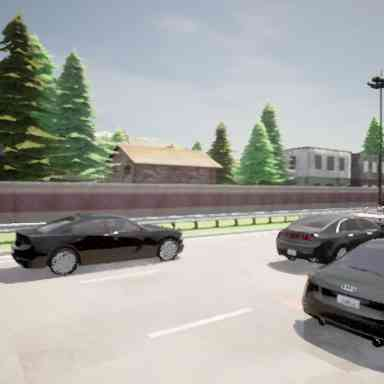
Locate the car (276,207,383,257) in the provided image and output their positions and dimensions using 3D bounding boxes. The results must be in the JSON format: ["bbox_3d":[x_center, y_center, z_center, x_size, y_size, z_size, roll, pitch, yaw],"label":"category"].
[{"bbox_3d":[4.816,1.438,10.706,4.892,1.490,1.837,0,1,-34],"label":"car"}]

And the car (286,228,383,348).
[{"bbox_3d":[3.893,1.534,5.866,4.181,1.385,1.994,0,1,-34],"label":"car"}]

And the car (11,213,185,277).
[{"bbox_3d":[-2.557,1.364,9.960,5.008,1.535,1.882,0,1,-34],"label":"car"}]
